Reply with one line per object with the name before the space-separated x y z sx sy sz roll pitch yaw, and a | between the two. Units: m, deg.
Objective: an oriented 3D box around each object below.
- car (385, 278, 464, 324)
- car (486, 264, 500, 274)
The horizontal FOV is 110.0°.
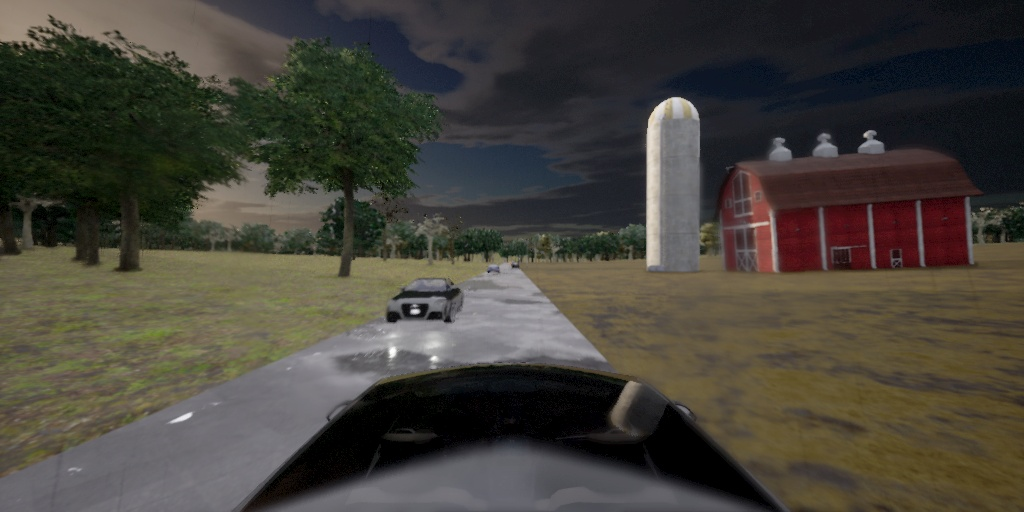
car | -2.848 1.459 12.501 1.994 1.385 4.181 0 -1 0
car | -2.800 1.987 54.789 1.812 1.442 4.674 0 -1 0
